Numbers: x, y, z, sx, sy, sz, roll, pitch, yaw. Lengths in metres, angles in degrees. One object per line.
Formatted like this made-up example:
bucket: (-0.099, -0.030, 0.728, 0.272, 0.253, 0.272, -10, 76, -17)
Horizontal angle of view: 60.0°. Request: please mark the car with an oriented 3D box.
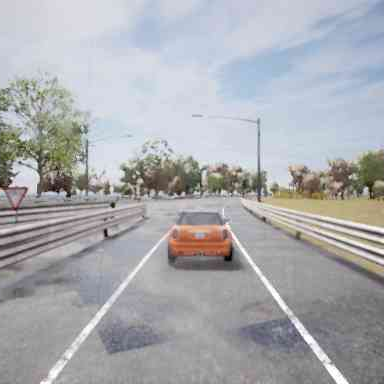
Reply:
car: (0.325, 1.369, 12.410, 2.097, 1.767, 4.553, 0, 0, 2)
